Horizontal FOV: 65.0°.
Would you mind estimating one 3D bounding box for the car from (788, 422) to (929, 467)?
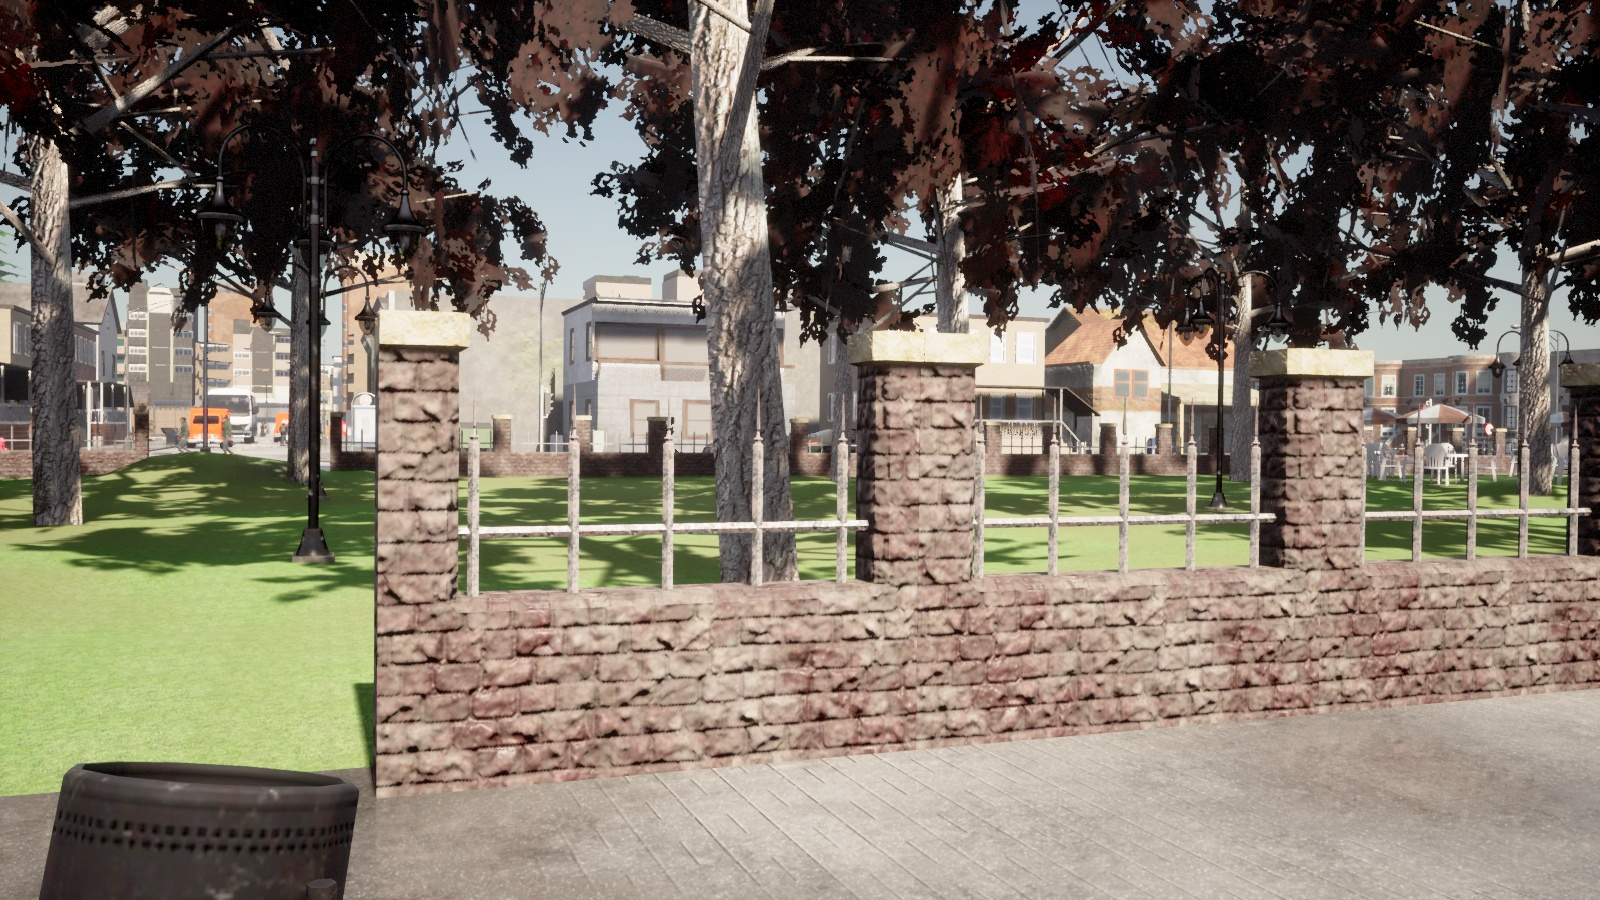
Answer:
[{"bbox_3d":[2.260,-0.242,48.816,5.027,1.651,2.152,-1,1,-21],"label":"car"}]

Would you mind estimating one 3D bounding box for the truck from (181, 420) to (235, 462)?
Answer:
[{"bbox_3d":[-36.708,-0.561,78.013,2.627,2.467,5.204,-1,1,-21],"label":"truck"}]

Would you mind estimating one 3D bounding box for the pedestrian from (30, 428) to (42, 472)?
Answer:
[{"bbox_3d":[-32.191,-0.007,52.885,0.331,1.846,0.636,-1,1,-25],"label":"pedestrian"}]

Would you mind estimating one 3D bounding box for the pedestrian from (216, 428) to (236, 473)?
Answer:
[{"bbox_3d":[-23.731,-0.001,51.918,0.353,1.847,0.614,0,1,42],"label":"pedestrian"}]

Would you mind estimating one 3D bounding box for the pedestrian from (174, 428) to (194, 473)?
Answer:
[{"bbox_3d":[-25.445,0.019,51.850,0.353,1.847,0.614,0,1,41],"label":"pedestrian"}]
